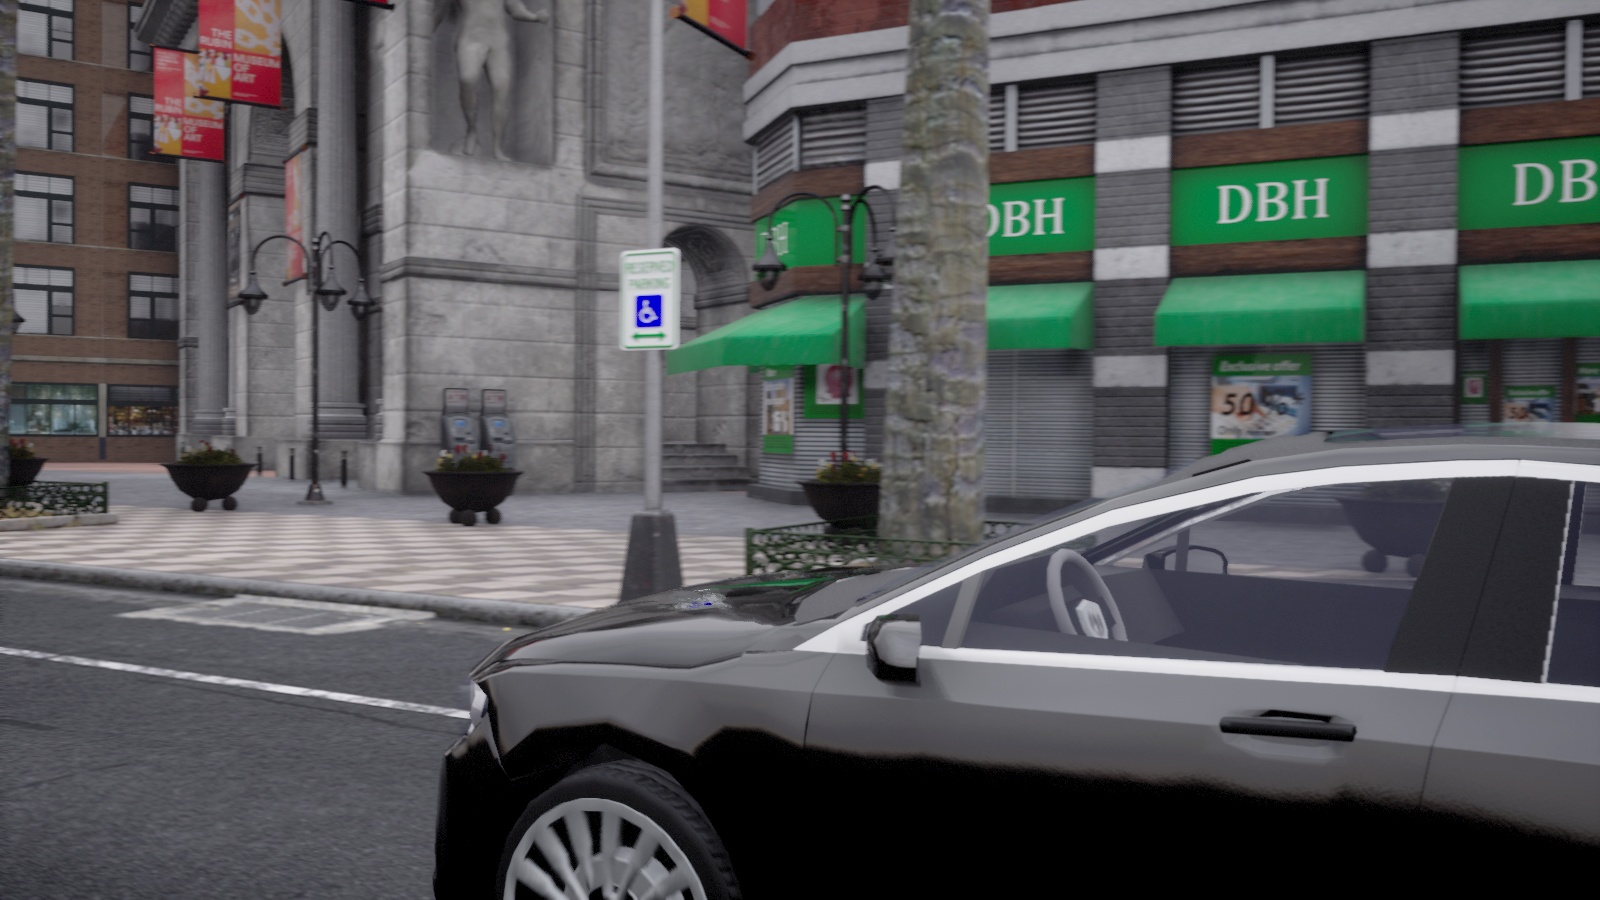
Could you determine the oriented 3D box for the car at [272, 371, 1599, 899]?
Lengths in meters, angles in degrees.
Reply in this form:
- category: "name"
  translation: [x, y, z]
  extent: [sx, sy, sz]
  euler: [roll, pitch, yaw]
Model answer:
- category: "car"
  translation: [1.308, 0.635, 2.741]
  extent: [4.902, 1.511, 2.128]
  euler: [0, 1, 33]
